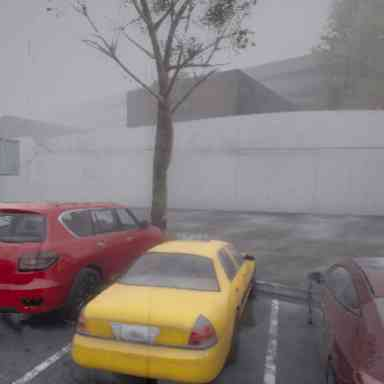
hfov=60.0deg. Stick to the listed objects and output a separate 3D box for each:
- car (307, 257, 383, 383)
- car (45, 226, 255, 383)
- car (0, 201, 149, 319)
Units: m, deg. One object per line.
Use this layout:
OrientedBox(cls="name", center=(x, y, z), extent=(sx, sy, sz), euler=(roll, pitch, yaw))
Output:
OrientedBox(cls="car", center=(2.479, 1.527, 4.022), extent=(2.002, 1.452, 4.674), euler=(0, -1, 15))
OrientedBox(cls="car", center=(0.080, 1.483, 5.942), extent=(1.946, 1.575, 5.366), euler=(0, -1, 15))
OrientedBox(cls="car", center=(-2.413, 1.229, 7.526), extent=(2.435, 2.045, 5.566), euler=(0, -1, 15))
